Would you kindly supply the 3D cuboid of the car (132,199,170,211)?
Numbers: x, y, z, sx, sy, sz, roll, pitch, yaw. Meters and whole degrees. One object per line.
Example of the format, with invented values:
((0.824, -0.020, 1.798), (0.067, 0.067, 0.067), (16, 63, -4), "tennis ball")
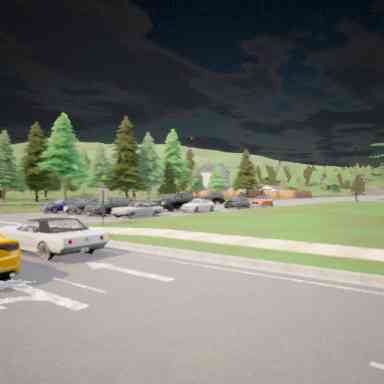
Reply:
((-4.870, 1.518, 40.373), (1.895, 1.301, 4.718), (0, 0, 36), "car")

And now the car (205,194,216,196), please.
((0.834, 1.465, 48.150), (2.033, 1.411, 5.357), (0, 0, 36), "car")

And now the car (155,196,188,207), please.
((-2.927, 1.399, 48.935), (2.128, 1.511, 4.902), (0, 0, 36), "car")

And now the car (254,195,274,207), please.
((10.319, 1.291, 49.237), (2.097, 1.767, 4.553), (0, 0, 36), "car")

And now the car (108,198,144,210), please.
((-8.195, 1.471, 41.753), (1.994, 1.385, 4.181), (0, 0, 36), "car")

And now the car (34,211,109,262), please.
((-5.270, 1.567, 12.050), (4.718, 1.301, 1.895), (0, 0, 36), "car")

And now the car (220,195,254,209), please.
((5.877, 1.503, 43.182), (1.994, 1.385, 4.181), (0, 0, 37), "car")

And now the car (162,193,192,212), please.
((-2.008, 1.150, 38.357), (2.150, 2.045, 5.566), (0, 0, 36), "car")

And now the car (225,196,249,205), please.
((7.837, 1.410, 57.632), (2.128, 1.511, 4.902), (0, 0, 37), "car")

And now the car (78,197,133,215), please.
((-7.662, 1.280, 30.631), (2.097, 1.767, 4.553), (0, 0, 36), "car")

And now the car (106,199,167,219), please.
((-4.687, 1.539, 28.768), (1.895, 1.301, 4.718), (0, 0, 36), "car")

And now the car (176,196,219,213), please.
((0.705, 1.464, 36.129), (1.812, 1.442, 4.674), (0, 0, 36), "car")

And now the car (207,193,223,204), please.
((3.450, 1.129, 57.557), (2.150, 2.045, 5.566), (0, 0, 37), "car")

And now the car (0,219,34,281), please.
((-6.386, 1.447, 8.535), (5.008, 1.535, 1.882), (0, 0, 35), "car")

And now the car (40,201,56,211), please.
((-13.362, 1.432, 34.698), (1.812, 1.442, 4.674), (0, 0, 36), "car")

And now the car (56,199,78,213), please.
((-10.345, 1.409, 32.893), (2.128, 1.511, 4.902), (0, 0, 36), "car")
